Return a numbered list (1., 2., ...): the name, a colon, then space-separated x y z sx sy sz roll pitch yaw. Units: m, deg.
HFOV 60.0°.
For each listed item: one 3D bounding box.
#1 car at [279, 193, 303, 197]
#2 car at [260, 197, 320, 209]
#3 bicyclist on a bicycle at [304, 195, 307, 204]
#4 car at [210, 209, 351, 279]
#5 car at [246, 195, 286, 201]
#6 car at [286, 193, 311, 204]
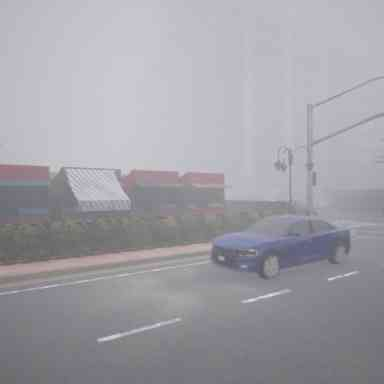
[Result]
1. car: 16.573 1.114 57.383 1.905 1.878 3.866 0 0 -36
2. car: 8.521 1.434 28.148 2.128 1.511 4.902 0 0 -36
3. bicyclist on a bicycle: 15.497 1.246 44.900 1.656 1.620 0.582 0 0 -36
4. car: 2.836 1.477 10.196 5.008 1.535 1.882 0 0 -35
5. car: 7.260 1.422 35.847 1.882 1.535 5.008 0 0 -36
6. car: 18.964 1.114 59.095 1.905 1.878 3.866 0 0 -36
